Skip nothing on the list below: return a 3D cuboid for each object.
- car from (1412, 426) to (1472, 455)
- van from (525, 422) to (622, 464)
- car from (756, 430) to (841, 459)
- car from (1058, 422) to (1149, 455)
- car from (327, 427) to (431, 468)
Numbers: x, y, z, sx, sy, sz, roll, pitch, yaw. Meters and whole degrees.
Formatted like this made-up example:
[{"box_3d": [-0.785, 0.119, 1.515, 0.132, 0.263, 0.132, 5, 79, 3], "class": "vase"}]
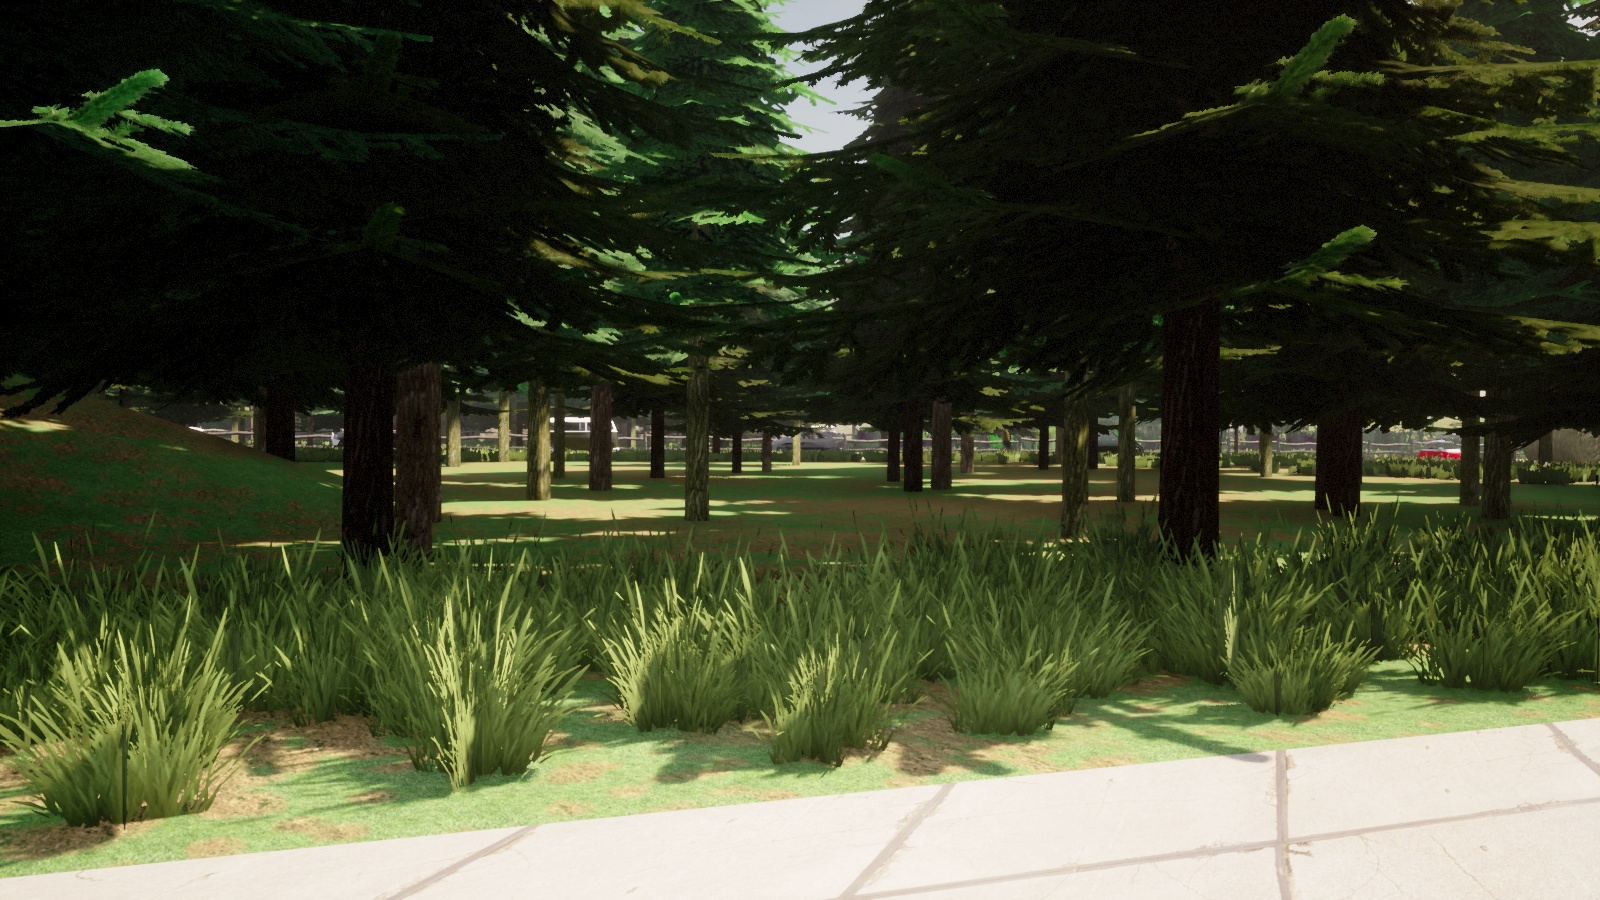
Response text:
[{"box_3d": [31.848, -0.478, 62.309, 1.481, 1.376, 2.207, -1, 1, -23], "class": "car"}, {"box_3d": [-11.461, -0.387, 63.432, 4.480, 2.038, 2.069, -1, 1, -21], "class": "van"}, {"box_3d": [-0.069, -0.292, 67.779, 4.193, 1.474, 1.816, -1, 1, -21], "class": "car"}, {"box_3d": [16.966, -0.678, 70.239, 4.553, 1.767, 2.097, -1, 1, -19], "class": "car"}, {"box_3d": [-20.162, -0.146, 60.132, 4.605, 1.855, 1.932, -1, 1, -21], "class": "car"}]
